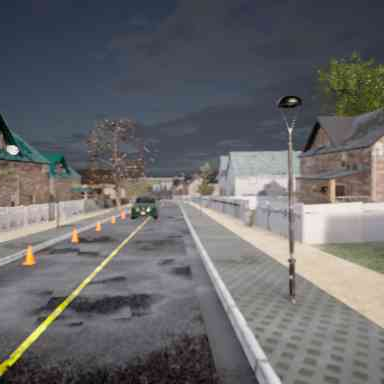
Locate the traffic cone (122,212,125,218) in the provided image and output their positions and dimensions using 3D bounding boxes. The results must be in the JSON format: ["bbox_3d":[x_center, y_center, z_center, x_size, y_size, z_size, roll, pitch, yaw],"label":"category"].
[{"bbox_3d":[-6.396,2.124,31.013,0.340,0.580,0.340,-1,0,-3],"label":"traffic cone"}]

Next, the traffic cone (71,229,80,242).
[{"bbox_3d":[-5.625,2.069,15.999,0.340,0.580,0.340,-1,0,-3],"label":"traffic cone"}]

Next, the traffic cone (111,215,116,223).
[{"bbox_3d":[-6.147,2.103,26.012,0.340,0.580,0.340,-1,0,-3],"label":"traffic cone"}]

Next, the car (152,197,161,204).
[{"bbox_3d":[-8.132,1.985,75.873,1.837,1.490,4.892,-1,-1,-7],"label":"car"}]

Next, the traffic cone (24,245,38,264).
[{"bbox_3d":[-5.341,2.056,10.993,0.340,0.580,0.340,-1,0,-3],"label":"traffic cone"}]

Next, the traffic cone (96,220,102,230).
[{"bbox_3d":[-5.894,2.084,21.007,0.340,0.580,0.340,-1,0,-3],"label":"traffic cone"}]

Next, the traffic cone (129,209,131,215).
[{"bbox_3d":[-6.646,2.149,36.014,0.340,0.580,0.340,-1,0,-3],"label":"traffic cone"}]

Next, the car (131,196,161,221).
[{"bbox_3d":[-4.046,1.350,29.351,2.150,2.045,5.566,-1,0,-3],"label":"car"}]
